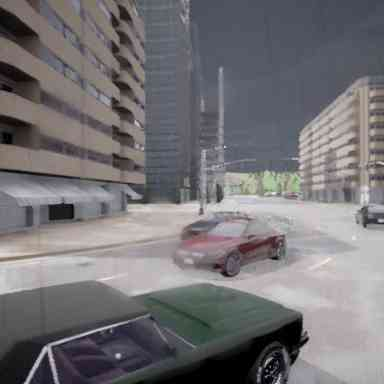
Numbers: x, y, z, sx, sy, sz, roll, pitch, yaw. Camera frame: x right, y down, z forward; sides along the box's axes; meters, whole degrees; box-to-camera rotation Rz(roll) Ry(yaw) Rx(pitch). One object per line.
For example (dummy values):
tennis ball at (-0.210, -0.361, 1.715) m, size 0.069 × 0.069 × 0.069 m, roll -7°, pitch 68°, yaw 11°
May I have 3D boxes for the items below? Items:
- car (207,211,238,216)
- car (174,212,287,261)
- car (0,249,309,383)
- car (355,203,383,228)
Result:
car at (1.651, 1.650, 16.325) m, size 2.033 × 1.411 × 5.357 m, roll -1°, pitch 0°, yaw 35°
car at (1.428, 1.591, 10.637) m, size 1.812 × 1.442 × 4.674 m, roll 0°, pitch 0°, yaw 41°
car at (-0.893, 1.631, 3.324) m, size 4.718 × 1.301 × 1.895 m, roll 0°, pitch 0°, yaw -38°
car at (12.342, 1.609, 22.571) m, size 1.812 × 1.442 × 4.674 m, roll 0°, pitch 0°, yaw 19°
